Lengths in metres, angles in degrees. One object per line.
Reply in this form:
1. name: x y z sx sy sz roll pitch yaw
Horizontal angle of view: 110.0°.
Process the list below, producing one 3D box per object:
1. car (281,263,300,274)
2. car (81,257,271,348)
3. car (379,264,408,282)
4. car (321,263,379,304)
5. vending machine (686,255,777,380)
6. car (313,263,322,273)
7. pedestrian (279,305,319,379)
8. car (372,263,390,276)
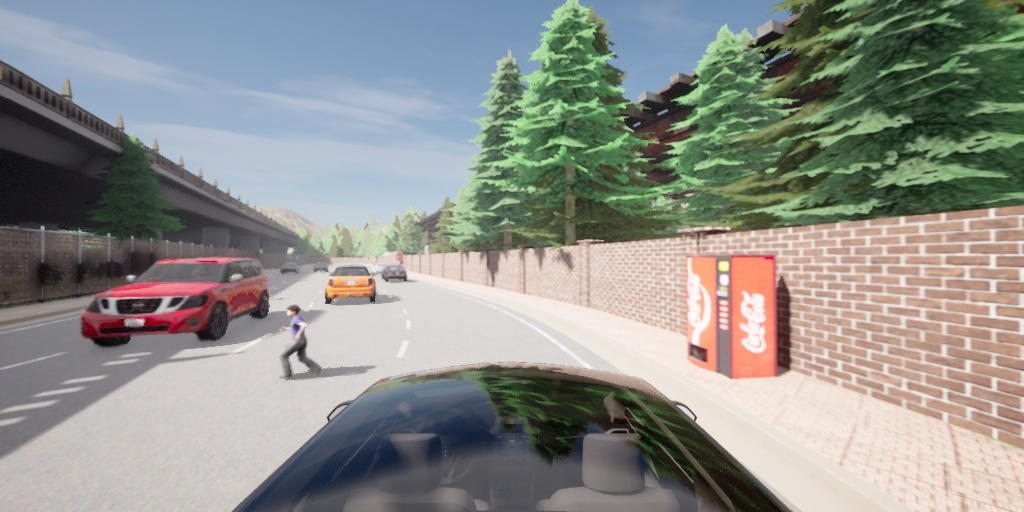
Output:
1. car: -30.172 1.674 48.950 1.837 1.490 4.892 0 -1 -24
2. car: -8.682 1.049 10.040 2.150 2.045 5.566 0 -1 -19
3. car: -10.659 1.557 32.389 2.033 1.411 5.357 0 0 -25
4. car: -7.899 1.240 17.722 2.097 1.767 4.553 0 0 -23
5. vending machine: 3.626 0.975 6.015 1.100 2.100 0.880 0 0 -7
6. car: -28.119 1.713 52.894 1.837 1.490 4.892 0 -1 -25
7. pedestrian: -3.498 1.362 5.899 0.375 1.300 0.375 0 0 -9
8. car: -16.028 1.633 43.784 1.812 1.442 4.674 0 0 -23
